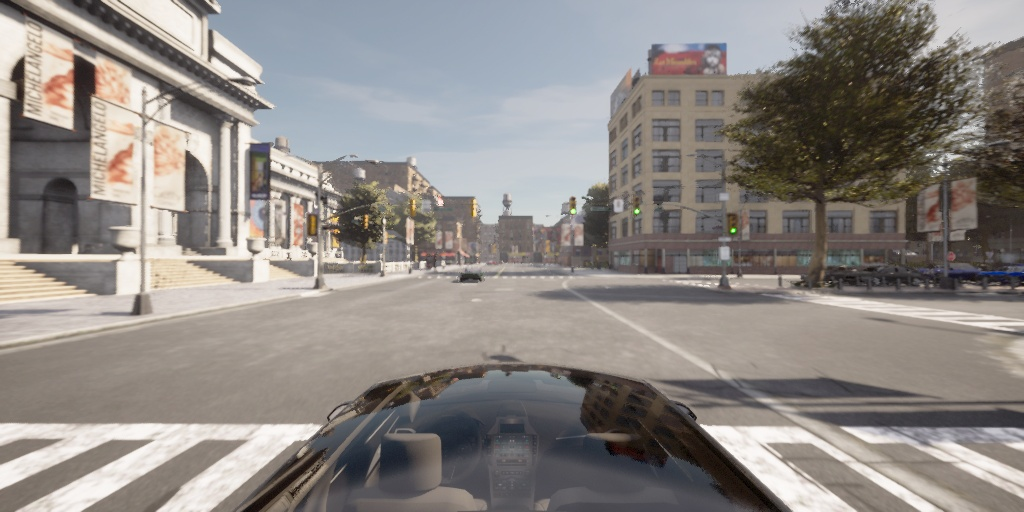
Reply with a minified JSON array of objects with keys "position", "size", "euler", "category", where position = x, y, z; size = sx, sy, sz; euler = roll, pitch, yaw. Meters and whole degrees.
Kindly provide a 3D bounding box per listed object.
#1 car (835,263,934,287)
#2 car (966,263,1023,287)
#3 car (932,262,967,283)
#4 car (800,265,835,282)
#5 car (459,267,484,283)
[{"position":[26.889,1.441,26.023],"size":[4.892,1.490,1.837],"euler":[0,0,0],"category":"car"},{"position":[36.907,1.414,26.046],"size":[5.008,1.535,1.882],"euler":[0,0,0],"category":"car"},{"position":[35.453,1.315,29.556],"size":[4.553,1.767,2.097],"euler":[0,0,0],"category":"car"},{"position":[26.439,1.488,29.523],"size":[4.674,1.442,1.812],"euler":[0,0,0],"category":"car"},{"position":[-3.368,1.569,30.532],"size":[1.895,1.301,4.718],"euler":[0,0,-2],"category":"car"}]
